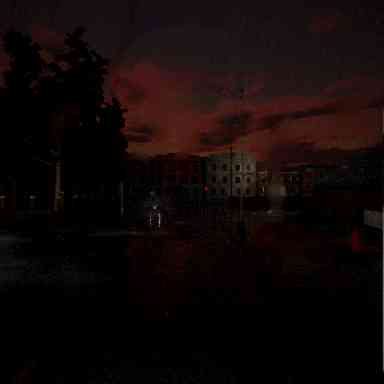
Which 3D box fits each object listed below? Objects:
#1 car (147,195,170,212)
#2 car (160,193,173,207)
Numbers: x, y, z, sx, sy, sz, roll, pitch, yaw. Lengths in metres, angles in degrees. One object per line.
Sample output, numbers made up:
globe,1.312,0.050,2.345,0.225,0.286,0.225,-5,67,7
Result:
car,-4.142,1.492,39.507,2.128,1.511,4.902,0,0,0
car,-4.118,1.221,51.088,2.150,2.045,5.566,0,0,0
